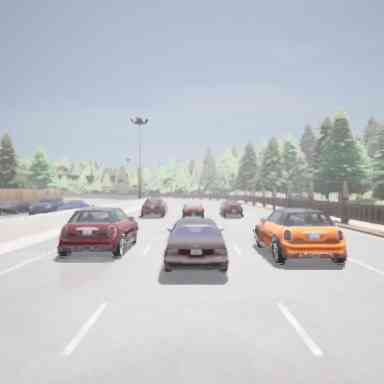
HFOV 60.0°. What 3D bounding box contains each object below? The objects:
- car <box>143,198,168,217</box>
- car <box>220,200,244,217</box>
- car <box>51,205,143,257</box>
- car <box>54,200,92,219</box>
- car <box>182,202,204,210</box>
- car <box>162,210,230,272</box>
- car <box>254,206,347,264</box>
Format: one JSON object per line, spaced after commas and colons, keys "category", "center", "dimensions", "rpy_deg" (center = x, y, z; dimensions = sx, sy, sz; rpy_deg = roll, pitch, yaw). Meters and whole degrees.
{"category": "car", "center": [-3.388, 1.305, 30.542], "dimensions": [2.097, 1.767, 4.553], "rpy_deg": [0, 0, 0]}
{"category": "car", "center": [3.612, 1.479, 30.763], "dimensions": [1.812, 1.442, 4.674], "rpy_deg": [0, 0, 0]}
{"category": "car", "center": [-3.394, 1.332, 12.907], "dimensions": [2.097, 1.767, 4.553], "rpy_deg": [0, 0, 0]}
{"category": "car", "center": [-10.585, 1.480, 29.971], "dimensions": [1.812, 1.442, 4.674], "rpy_deg": [0, 0, 0]}
{"category": "car", "center": [0.111, 1.555, 29.685], "dimensions": [1.895, 1.301, 4.718], "rpy_deg": [0, 0, 0]}
{"category": "car", "center": [0.105, 1.531, 10.734], "dimensions": [2.033, 1.411, 5.357], "rpy_deg": [0, 0, 0]}
{"category": "car", "center": [3.606, 1.334, 11.903], "dimensions": [2.097, 1.767, 4.553], "rpy_deg": [0, 0, 0]}
